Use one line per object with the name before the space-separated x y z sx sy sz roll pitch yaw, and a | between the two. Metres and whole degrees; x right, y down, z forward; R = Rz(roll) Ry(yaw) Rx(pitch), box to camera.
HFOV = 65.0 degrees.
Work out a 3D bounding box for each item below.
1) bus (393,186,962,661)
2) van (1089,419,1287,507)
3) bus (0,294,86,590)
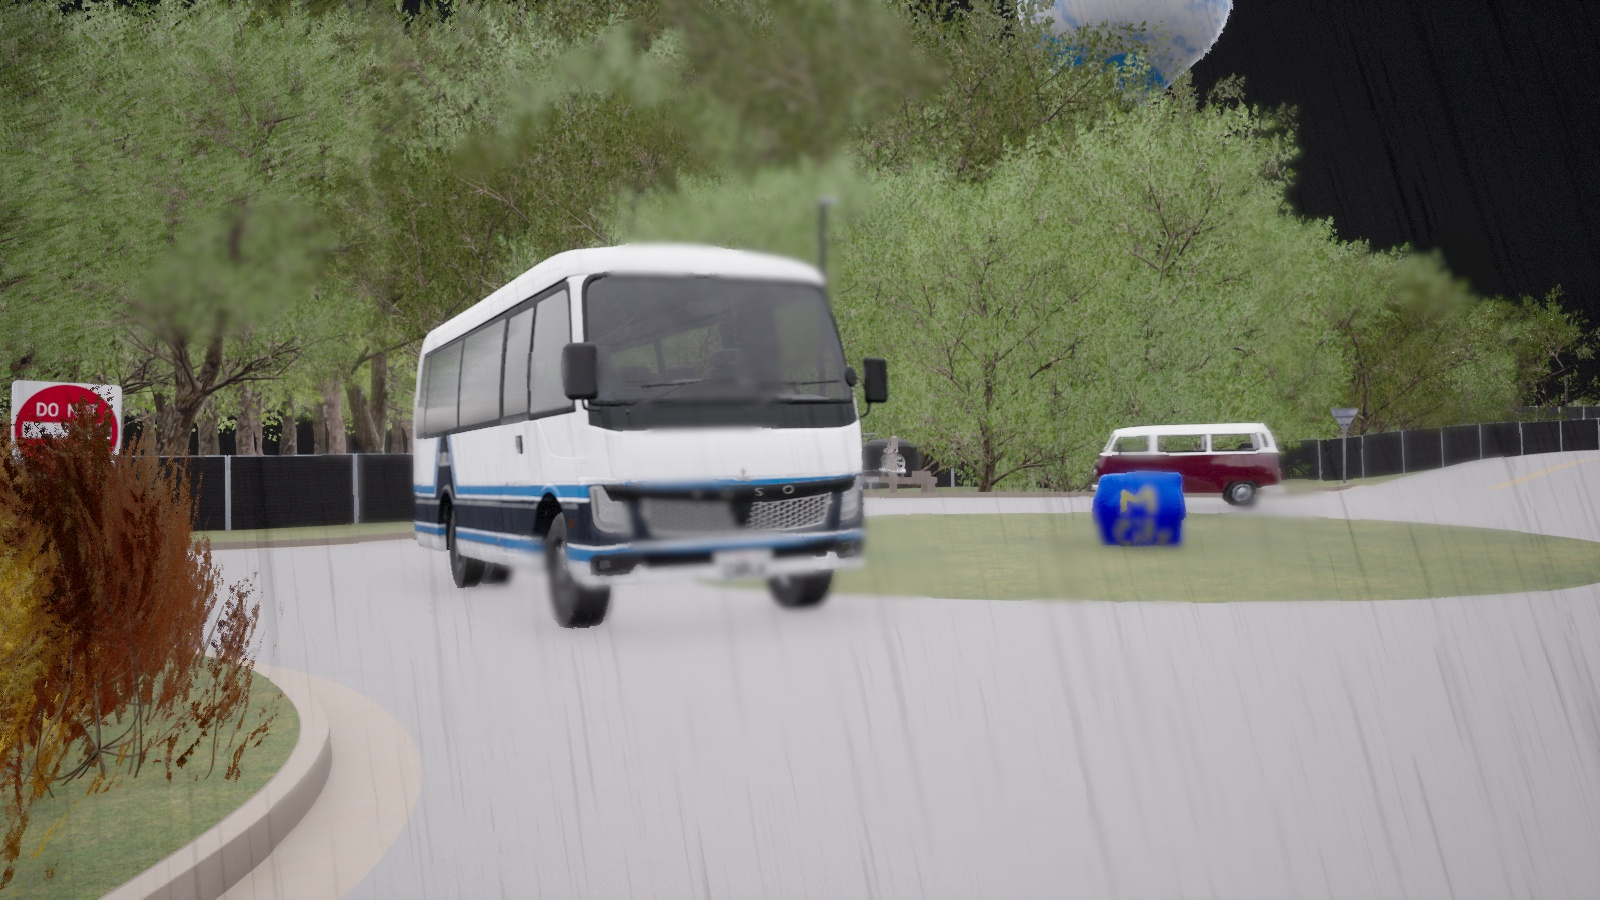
bus | -2.475 -0.152 16.710 3.944 4.253 10.273 -2 -1 -27
van | 9.451 0.309 30.986 4.480 2.038 2.069 -1 1 13
bus | -15.915 -0.070 17.134 10.273 4.253 3.944 0 -1 -37
